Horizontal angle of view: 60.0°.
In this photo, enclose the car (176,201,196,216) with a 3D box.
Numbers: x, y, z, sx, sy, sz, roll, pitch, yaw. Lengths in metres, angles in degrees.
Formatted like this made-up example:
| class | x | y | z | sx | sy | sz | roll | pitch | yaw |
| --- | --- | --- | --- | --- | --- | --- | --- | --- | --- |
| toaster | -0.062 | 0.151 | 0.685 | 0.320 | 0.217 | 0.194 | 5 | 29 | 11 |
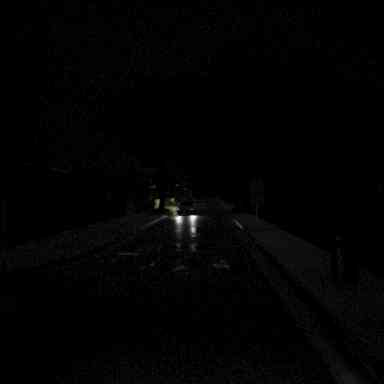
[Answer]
| class | x | y | z | sx | sy | sz | roll | pitch | yaw |
| --- | --- | --- | --- | --- | --- | --- | --- | --- | --- |
| car | -0.604 | 1.778 | 36.749 | 1.812 | 1.442 | 4.674 | -1 | 0 | 3 |
